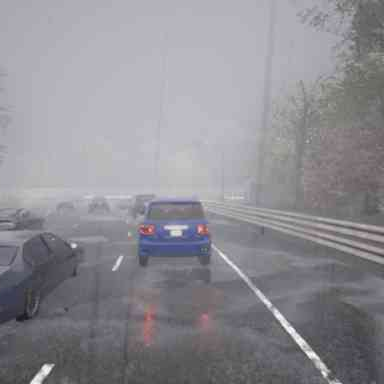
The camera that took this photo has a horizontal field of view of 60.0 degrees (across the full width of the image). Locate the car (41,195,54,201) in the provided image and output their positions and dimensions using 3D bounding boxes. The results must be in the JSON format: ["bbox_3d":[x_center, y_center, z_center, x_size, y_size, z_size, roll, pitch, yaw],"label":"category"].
[{"bbox_3d":[-35.530,1.513,81.679,4.181,1.385,1.994,0,0,43],"label":"car"}]

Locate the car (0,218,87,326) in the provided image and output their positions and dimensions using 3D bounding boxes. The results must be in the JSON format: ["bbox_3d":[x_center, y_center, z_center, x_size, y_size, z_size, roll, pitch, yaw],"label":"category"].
[{"bbox_3d":[-3.774,1.546,7.124,2.033,1.411,5.357,0,0,-4],"label":"car"}]

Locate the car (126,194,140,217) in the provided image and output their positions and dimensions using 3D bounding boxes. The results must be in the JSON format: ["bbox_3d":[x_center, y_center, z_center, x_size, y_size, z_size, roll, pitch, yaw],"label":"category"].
[{"bbox_3d":[-4.402,1.176,29.880,2.150,2.045,5.566,0,0,-15],"label":"car"}]

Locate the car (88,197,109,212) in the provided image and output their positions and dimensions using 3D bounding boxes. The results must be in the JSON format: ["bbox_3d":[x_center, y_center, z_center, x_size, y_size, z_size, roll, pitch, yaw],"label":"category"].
[{"bbox_3d":[-10.778,1.313,38.210,2.097,1.767,4.553,0,0,-20],"label":"car"}]

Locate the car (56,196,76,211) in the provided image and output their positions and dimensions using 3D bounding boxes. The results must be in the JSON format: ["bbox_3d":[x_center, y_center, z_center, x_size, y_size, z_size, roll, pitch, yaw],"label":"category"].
[{"bbox_3d":[-15.730,1.498,41.171,1.812,1.442,4.674,0,0,-23],"label":"car"}]

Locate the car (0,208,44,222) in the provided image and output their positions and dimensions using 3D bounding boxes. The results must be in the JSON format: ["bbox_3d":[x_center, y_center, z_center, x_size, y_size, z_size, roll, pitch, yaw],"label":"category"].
[{"bbox_3d":[-8.286,1.489,15.524,2.128,1.511,4.902,0,0,-9],"label":"car"}]

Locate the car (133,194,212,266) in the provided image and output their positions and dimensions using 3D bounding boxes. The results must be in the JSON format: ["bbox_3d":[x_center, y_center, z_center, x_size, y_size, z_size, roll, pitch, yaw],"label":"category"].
[{"bbox_3d":[-0.674,1.199,11.658,2.150,2.045,5.566,0,0,-5],"label":"car"}]

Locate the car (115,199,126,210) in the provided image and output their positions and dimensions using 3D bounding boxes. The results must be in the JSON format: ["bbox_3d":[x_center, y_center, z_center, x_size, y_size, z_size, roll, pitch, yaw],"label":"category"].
[{"bbox_3d":[-8.250,1.509,41.360,1.994,1.385,4.181,0,0,-21],"label":"car"}]

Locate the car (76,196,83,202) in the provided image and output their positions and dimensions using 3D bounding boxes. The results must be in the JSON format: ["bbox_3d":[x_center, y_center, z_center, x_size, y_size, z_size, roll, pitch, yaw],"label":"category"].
[{"bbox_3d":[-24.275,1.498,69.290,1.994,1.385,4.181,0,0,-38],"label":"car"}]
